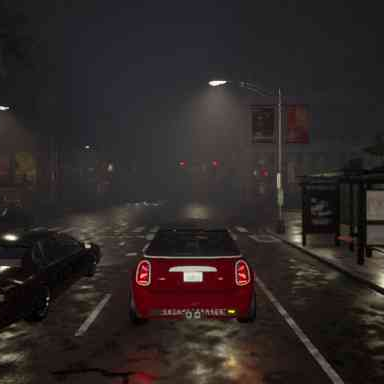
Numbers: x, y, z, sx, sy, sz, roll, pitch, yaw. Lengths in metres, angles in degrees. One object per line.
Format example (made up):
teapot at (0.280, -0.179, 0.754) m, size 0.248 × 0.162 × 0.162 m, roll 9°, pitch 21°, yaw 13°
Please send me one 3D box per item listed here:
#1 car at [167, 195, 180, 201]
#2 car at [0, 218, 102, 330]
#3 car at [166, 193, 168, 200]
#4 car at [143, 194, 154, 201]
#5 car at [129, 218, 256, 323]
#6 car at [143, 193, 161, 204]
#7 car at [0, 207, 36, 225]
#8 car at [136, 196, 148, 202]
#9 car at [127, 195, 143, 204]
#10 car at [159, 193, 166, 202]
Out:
car at (-4.225, 1.539, 85.061) m, size 2.033 × 1.411 × 5.357 m, roll 0°, pitch 0°, yaw 6°
car at (-3.494, 1.547, 7.141) m, size 2.033 × 1.411 × 5.357 m, roll 0°, pitch 0°, yaw 0°
car at (-7.512, 1.225, 87.321) m, size 2.150 × 2.045 × 5.566 m, roll 0°, pitch 0°, yaw 6°
car at (-11.174, 1.355, 86.031) m, size 2.097 × 1.767 × 4.553 m, roll 0°, pitch 0°, yaw 3°
car at (0.006, 1.352, 7.348) m, size 2.097 × 1.767 × 4.553 m, roll 0°, pitch 0°, yaw 0°
car at (-7.745, 1.477, 64.595) m, size 1.882 × 1.535 × 5.008 m, roll 0°, pitch 0°, yaw 0°
car at (-10.843, 1.547, 19.062) m, size 2.033 × 1.411 × 5.357 m, roll 0°, pitch 0°, yaw -2°
car at (-11.326, 1.595, 75.704) m, size 1.895 × 1.301 × 4.718 m, roll 0°, pitch 0°, yaw -1°
car at (-11.238, 1.351, 64.397) m, size 2.097 × 1.767 × 4.553 m, roll 0°, pitch 0°, yaw 0°
car at (-7.833, 1.225, 76.323) m, size 2.150 × 2.045 × 5.566 m, roll 0°, pitch 0°, yaw -1°
